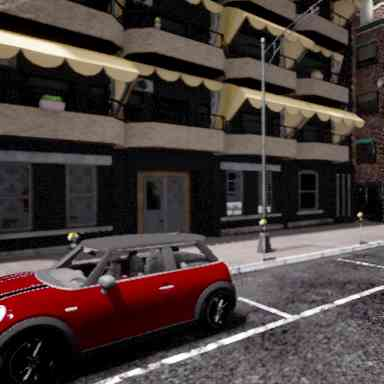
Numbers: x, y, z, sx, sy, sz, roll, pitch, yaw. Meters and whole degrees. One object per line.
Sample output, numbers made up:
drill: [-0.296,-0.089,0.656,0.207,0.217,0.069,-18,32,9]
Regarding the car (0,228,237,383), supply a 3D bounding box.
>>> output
car: [-1.298,1.441,5.186,4.097,1.590,1.967,0,-1,-36]
